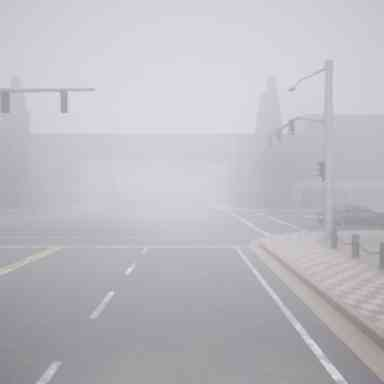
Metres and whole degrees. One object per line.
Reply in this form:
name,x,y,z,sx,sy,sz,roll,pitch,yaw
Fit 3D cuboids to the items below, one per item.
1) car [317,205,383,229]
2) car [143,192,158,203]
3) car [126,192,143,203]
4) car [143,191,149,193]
car,9.766,1.461,20.054,4.181,1.385,1.994,0,0,0
car,-7.566,1.204,62.443,1.812,1.442,4.674,0,0,1
car,-11.066,1.204,62.465,1.812,1.442,4.674,0,0,1
car,-10.948,0.568,78.146,2.097,1.767,4.553,0,0,0
